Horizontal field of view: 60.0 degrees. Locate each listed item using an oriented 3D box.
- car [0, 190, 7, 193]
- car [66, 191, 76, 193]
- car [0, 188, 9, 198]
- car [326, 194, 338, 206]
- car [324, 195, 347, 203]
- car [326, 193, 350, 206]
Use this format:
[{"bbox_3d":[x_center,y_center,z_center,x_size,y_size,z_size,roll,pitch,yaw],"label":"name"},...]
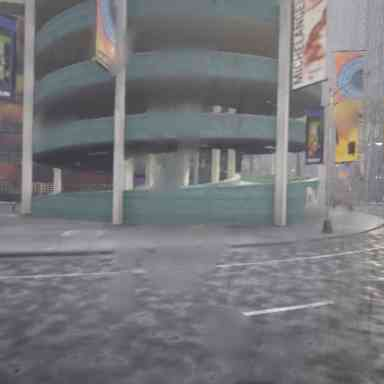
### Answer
[{"bbox_3d":[-25.442,0.314,42.228,2.002,1.452,4.674,1,1,-10],"label":"car"},{"bbox_3d":[-20.047,0.463,55.099,1.895,1.301,4.718,1,1,-10],"label":"car"},{"bbox_3d":[-31.548,0.157,53.561,2.161,1.482,4.786,1,1,-10],"label":"car"},{"bbox_3d":[20.625,1.479,53.225,1.837,1.490,4.892,1,0,-9],"label":"car"},{"bbox_3d":[31.160,1.521,72.352,2.231,1.521,4.892,1,1,-10],"label":"car"},{"bbox_3d":[23.889,1.256,55.005,2.150,2.045,5.566,1,0,-9],"label":"car"}]
